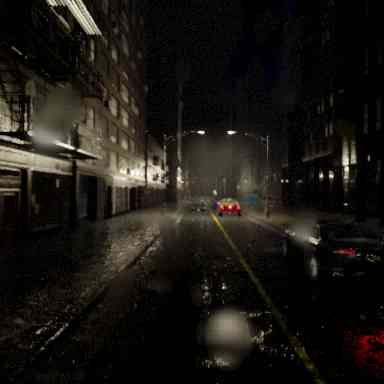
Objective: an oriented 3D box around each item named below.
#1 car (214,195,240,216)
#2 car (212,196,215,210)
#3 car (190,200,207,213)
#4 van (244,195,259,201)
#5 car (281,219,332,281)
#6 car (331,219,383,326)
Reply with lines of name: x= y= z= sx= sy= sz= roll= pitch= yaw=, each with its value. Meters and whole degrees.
car: x=3.722 y=1.490 z=34.192 sx=2.097 sy=1.767 sz=4.553 roll=1 pitch=0 yaw=2
car: x=3.898 y=1.399 z=45.288 sx=2.150 sy=2.045 sz=5.566 roll=1 pitch=0 yaw=1
car: x=0.773 y=1.668 z=39.533 sx=2.033 sy=1.411 sz=5.357 roll=1 pitch=0 yaw=1
van: x=16.604 y=1.735 z=93.076 sx=3.998 sy=1.788 sz=1.690 roll=1 pitch=0 yaw=0
car: x=4.070 y=1.576 z=10.007 sx=1.837 sy=1.490 sz=4.892 roll=1 pitch=0 yaw=1
car: x=3.951 y=1.281 z=4.038 sx=2.150 sy=2.045 sz=5.566 roll=1 pitch=0 yaw=1
